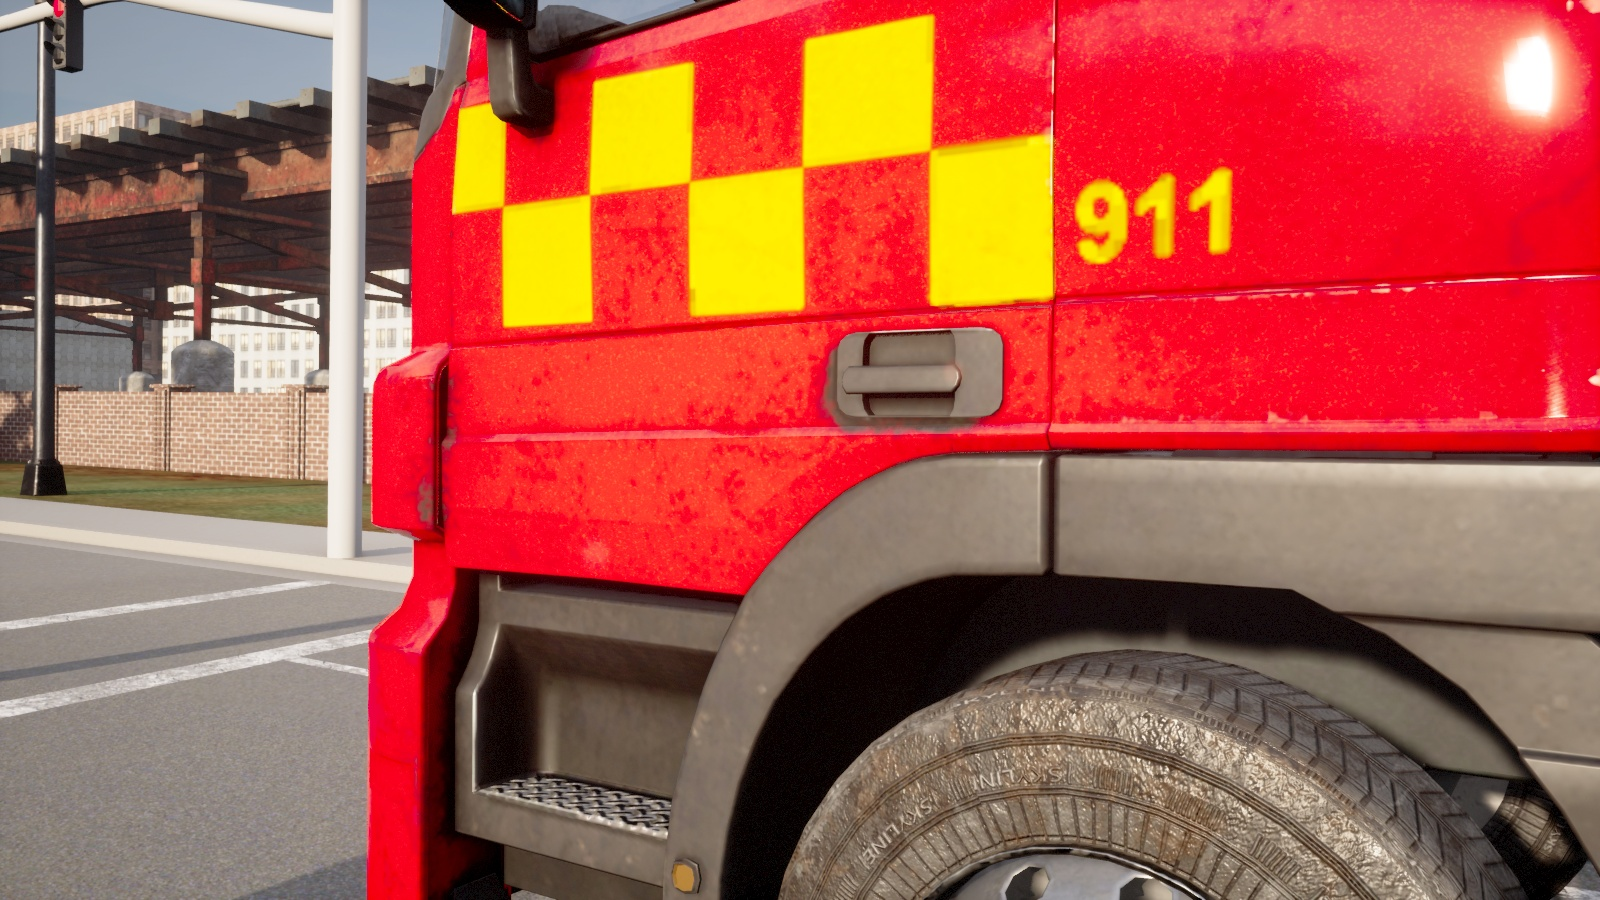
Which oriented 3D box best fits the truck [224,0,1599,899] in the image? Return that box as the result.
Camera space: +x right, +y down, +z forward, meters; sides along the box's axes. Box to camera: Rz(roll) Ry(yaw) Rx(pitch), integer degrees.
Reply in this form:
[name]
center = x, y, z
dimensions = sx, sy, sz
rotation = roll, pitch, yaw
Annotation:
[truck]
center = 3.107, -0.482, 1.535
dimensions = 8.468, 3.827, 2.891
rotation = 0, 1, 34
